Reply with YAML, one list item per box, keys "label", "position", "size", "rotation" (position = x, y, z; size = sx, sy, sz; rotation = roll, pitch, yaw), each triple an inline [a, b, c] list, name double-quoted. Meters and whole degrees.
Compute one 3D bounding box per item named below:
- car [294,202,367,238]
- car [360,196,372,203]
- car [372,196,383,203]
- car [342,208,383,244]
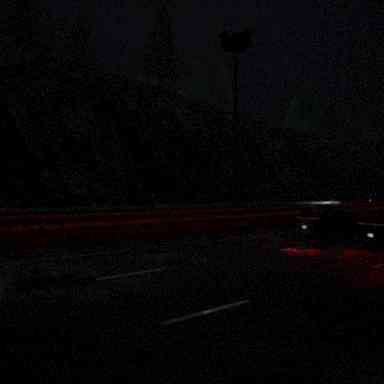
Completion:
- label: "car"
  position: [7.531, 1.506, 17.881]
  size: [4.902, 1.511, 2.128]
  rotation: [0, 0, -36]
- label: "car"
  position: [30.534, 1.402, 56.025]
  size: [4.553, 1.767, 2.097]
  rotation: [0, 0, -24]
- label: "car"
  position: [31.665, 1.595, 52.708]
  size: [5.357, 1.411, 2.033]
  rotation: [0, 0, -24]
- label: "car"
  position: [9.107, 1.506, 14.704]
  size: [4.902, 1.511, 2.128]
  rotation: [0, 0, -36]
